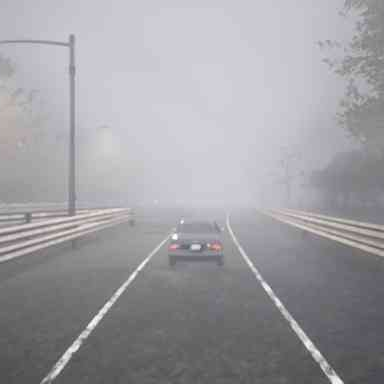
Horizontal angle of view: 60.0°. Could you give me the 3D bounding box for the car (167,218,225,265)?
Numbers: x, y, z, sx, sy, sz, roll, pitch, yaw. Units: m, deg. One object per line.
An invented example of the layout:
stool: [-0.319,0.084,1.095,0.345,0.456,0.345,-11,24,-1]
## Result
car: [0.218,1.671,12.195,2.033,1.411,5.357,0,-1,3]
